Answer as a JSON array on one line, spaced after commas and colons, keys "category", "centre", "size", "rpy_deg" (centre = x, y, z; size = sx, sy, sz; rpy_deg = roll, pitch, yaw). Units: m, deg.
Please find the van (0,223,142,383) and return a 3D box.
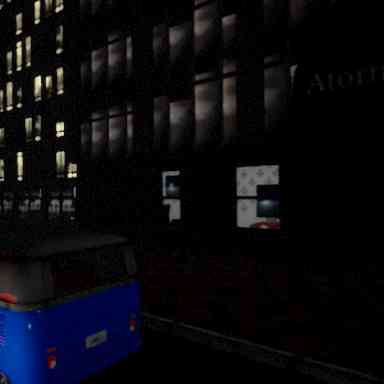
[{"category": "van", "centre": [-2.549, 1.387, 4.714], "size": [3.998, 1.788, 1.690], "rpy_deg": [-1, 0, 36]}]
